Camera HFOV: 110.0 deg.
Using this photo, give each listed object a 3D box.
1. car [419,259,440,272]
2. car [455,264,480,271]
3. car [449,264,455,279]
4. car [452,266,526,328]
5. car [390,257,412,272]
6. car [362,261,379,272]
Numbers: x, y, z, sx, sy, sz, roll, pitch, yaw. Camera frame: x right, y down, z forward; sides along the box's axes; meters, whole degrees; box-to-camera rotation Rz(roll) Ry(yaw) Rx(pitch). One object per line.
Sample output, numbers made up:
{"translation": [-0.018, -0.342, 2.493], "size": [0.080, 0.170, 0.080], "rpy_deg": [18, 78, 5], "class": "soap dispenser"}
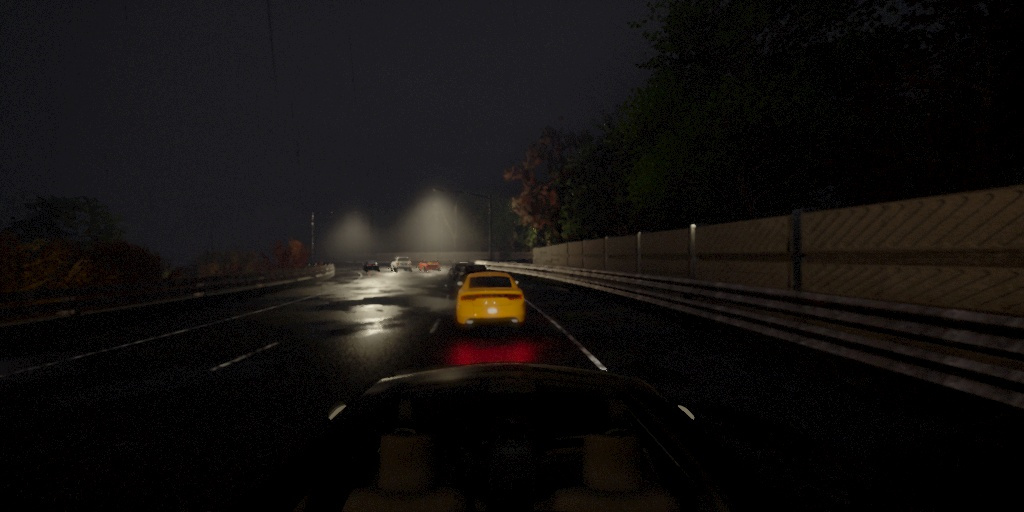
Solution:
{"translation": [-11.452, 1.256, 49.331], "size": [2.097, 1.767, 4.553], "rpy_deg": [-1, 0, -26], "class": "car"}
{"translation": [-2.364, 1.301, 22.214], "size": [1.837, 1.490, 4.892], "rpy_deg": [-1, 0, -10], "class": "car"}
{"translation": [-4.410, 1.370, 31.196], "size": [2.033, 1.411, 5.357], "rpy_deg": [-1, 0, -15], "class": "car"}
{"translation": [-0.742, 1.249, 11.594], "size": [1.882, 1.535, 5.008], "rpy_deg": [-1, 0, -6], "class": "car"}
{"translation": [-15.276, 1.162, 49.278], "size": [2.150, 2.045, 5.566], "rpy_deg": [0, 0, -26], "class": "car"}
{"translation": [-20.014, 1.480, 50.748], "size": [2.128, 1.511, 4.902], "rpy_deg": [0, 0, -28], "class": "car"}
